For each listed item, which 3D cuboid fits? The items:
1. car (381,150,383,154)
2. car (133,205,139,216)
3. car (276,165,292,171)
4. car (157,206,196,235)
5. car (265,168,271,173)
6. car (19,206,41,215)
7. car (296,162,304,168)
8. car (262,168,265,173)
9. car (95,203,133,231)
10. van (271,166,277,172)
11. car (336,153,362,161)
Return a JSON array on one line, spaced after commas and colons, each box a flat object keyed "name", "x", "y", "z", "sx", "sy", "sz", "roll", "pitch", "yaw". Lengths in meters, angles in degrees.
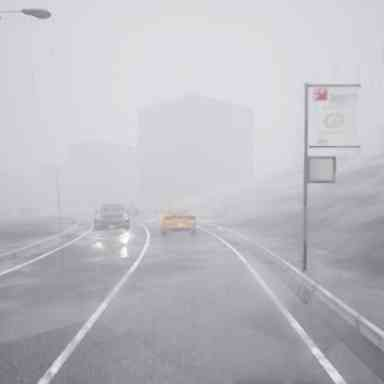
[{"name": "car", "x": 21.727, "y": -4.266, "z": 34.598, "sx": 2.231, "sy": 1.521, "sz": 4.892, "roll": 0, "pitch": 1, "yaw": -1}, {"name": "car", "x": -7.719, "y": 2.062, "z": 38.955, "sx": 1.994, "sy": 1.385, "sz": 4.181, "roll": -1, "pitch": -1, "yaw": -28}, {"name": "car", "x": 20.881, "y": -4.936, "z": 73.231, "sx": 2.231, "sy": 1.521, "sz": 4.892, "roll": 0, "pitch": 1, "yaw": -1}, {"name": "car", "x": -0.984, "y": 1.568, "z": 19.595, "sx": 1.882, "sy": 1.535, "sz": 5.008, "roll": 0, "pitch": -1, "yaw": -9}, {"name": "car", "x": 20.641, "y": -5.055, "z": 84.268, "sx": 2.002, "sy": 1.452, "sz": 4.674, "roll": 0, "pitch": 1, "yaw": -1}, {"name": "car", "x": -27.515, "y": 3.191, "z": 56.336, "sx": 4.902, "sy": 1.511, "sz": 2.128, "roll": -4, "pitch": -1, "yaw": 37}, {"name": "car", "x": 21.123, "y": -4.885, "z": 62.217, "sx": 2.185, "sy": 1.767, "sz": 4.553, "roll": 0, "pitch": 1, "yaw": -1}, {"name": "car", "x": 20.520, "y": -5.416, "z": 89.751, "sx": 2.435, "sy": 2.045, "sz": 5.566, "roll": 0, "pitch": 1, "yaw": -1}, {"name": "car", "x": -5.173, "y": 1.500, "z": 21.682, "sx": 2.097, "sy": 1.767, "sz": 4.553, "roll": 0, "pitch": -1, "yaw": -13}, {"name": "van", "x": 20.764, "y": -5.242, "z": 78.624, "sx": 1.878, "sy": 1.987, "sz": 4.442, "roll": 0, "pitch": 1, "yaw": -1}, {"name": "car", "x": 21.488, "y": -4.591, "z": 45.533, "sx": 2.185, "sy": 1.767, "sz": 4.553, "roll": 0, "pitch": 1, "yaw": -1}]
